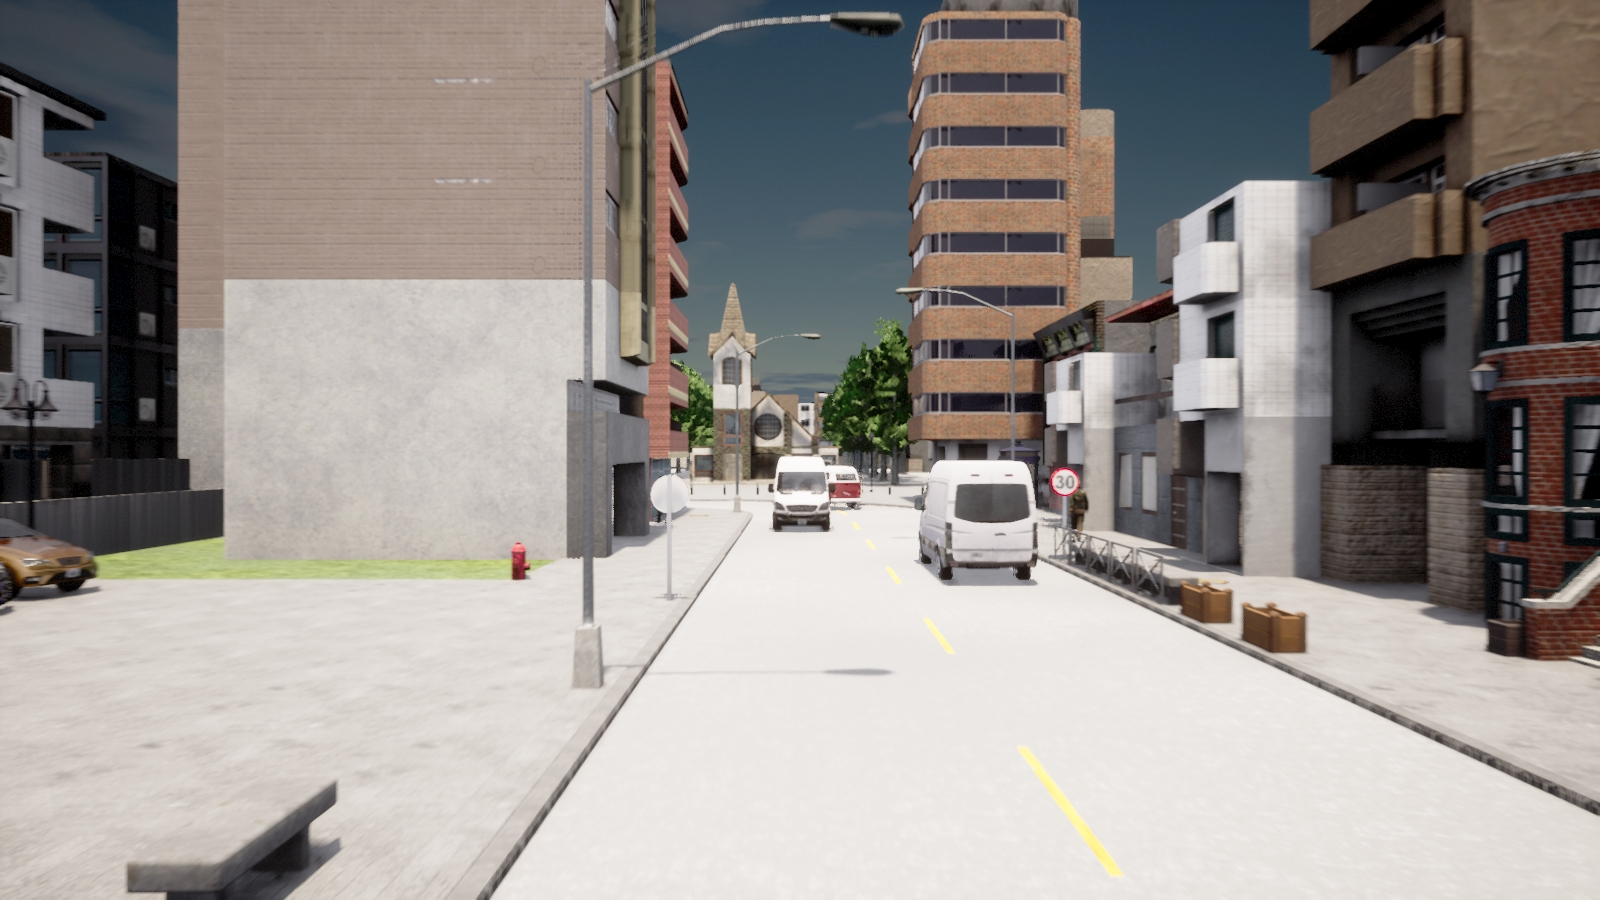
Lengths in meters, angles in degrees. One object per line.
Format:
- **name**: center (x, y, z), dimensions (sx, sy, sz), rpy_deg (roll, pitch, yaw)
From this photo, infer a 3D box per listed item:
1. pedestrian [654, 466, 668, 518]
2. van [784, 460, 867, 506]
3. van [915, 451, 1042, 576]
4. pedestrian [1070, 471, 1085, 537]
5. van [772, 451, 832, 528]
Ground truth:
- **pedestrian**: center (-5.036, 1.522, 41.456), dimensions (0.375, 1.860, 0.375), rpy_deg (0, 0, -32)
- **van**: center (1.171, 1.567, 55.357), dimensions (2.069, 2.038, 4.480), rpy_deg (1, 0, -28)
- **van**: center (3.975, 1.314, 26.478), dimensions (1.988, 2.561, 5.915), rpy_deg (0, 0, 0)
- **pedestrian**: center (7.900, 1.524, 32.490), dimensions (0.375, 1.860, 0.375), rpy_deg (0, 0, 7)
- **van**: center (0.051, 1.314, 41.125), dimensions (1.988, 2.561, 5.915), rpy_deg (0, 0, 0)
